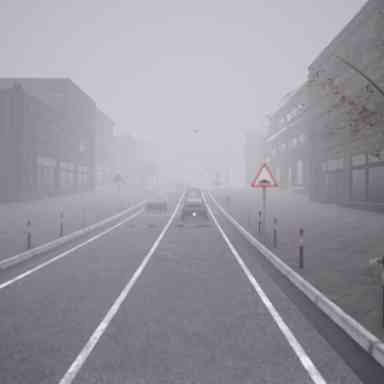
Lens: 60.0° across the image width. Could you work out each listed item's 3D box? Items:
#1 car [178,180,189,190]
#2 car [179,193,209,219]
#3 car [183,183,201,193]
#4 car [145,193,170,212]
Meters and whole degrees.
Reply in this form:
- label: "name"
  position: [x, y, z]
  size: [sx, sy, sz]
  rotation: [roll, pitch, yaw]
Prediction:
- label: "car"
  position: [-1.715, -1.462, 71.165]
  size: [2.150, 2.045, 5.566]
  rotation: [0, 2, 6]
- label: "car"
  position: [0.162, 1.101, 24.288]
  size: [1.837, 1.490, 4.892]
  rotation: [0, 2, 0]
- label: "car"
  position: [0.219, 0.085, 42.524]
  size: [2.033, 1.649, 4.856]
  rotation: [0, 4, 0]
- label: "car"
  position: [-3.015, 0.844, 29.758]
  size: [1.882, 1.535, 5.008]
  rotation: [0, 3, 0]
